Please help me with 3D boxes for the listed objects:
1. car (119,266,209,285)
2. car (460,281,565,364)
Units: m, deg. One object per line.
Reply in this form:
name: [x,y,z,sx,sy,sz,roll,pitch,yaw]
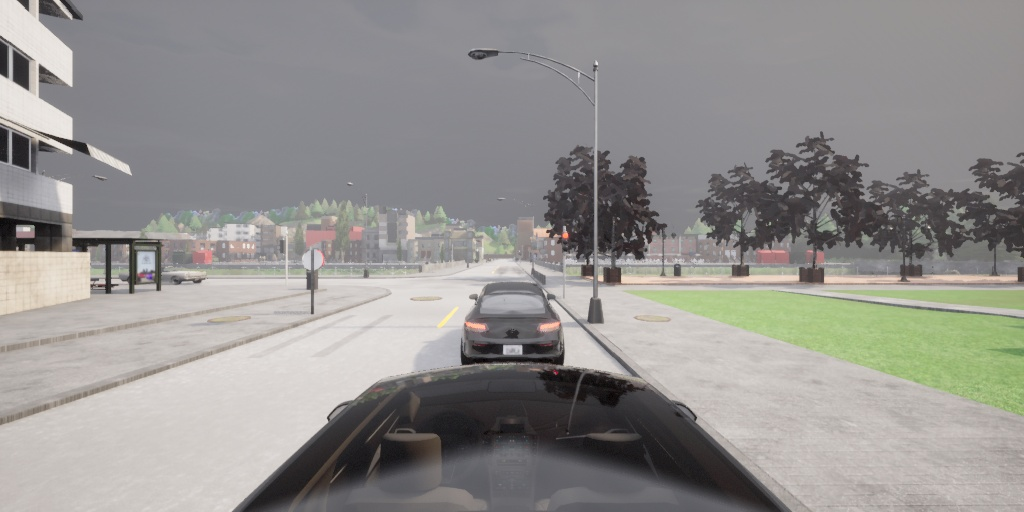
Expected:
car: [-24.466,1.351,25.300,4.718,1.301,1.895,0,0,0]
car: [0.007,1.276,7.806,1.812,1.442,4.674,0,0,0]
